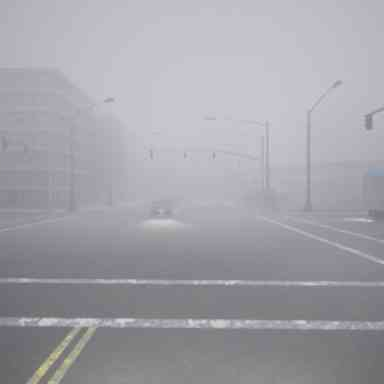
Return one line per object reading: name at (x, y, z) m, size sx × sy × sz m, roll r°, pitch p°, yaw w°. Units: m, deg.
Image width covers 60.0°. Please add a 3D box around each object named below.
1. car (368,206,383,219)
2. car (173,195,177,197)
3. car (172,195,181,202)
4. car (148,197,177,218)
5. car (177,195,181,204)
car at (16.420, 1.534, 26.478) m, size 4.181 × 1.385 × 1.994 m, roll 0°, pitch 0°, yaw 0°
car at (-3.561, 1.495, 46.229) m, size 2.033 × 1.411 × 5.357 m, roll 0°, pitch 0°, yaw 0°
car at (-3.451, 1.394, 74.576) m, size 1.882 × 1.535 × 5.008 m, roll 0°, pitch 0°, yaw 0°
car at (-2.826, 1.430, 29.628) m, size 2.128 × 1.511 × 4.902 m, roll 0°, pitch 0°, yaw -8°
car at (-3.536, 1.498, 59.419) m, size 1.994 × 1.385 × 4.181 m, roll 0°, pitch 0°, yaw 0°
